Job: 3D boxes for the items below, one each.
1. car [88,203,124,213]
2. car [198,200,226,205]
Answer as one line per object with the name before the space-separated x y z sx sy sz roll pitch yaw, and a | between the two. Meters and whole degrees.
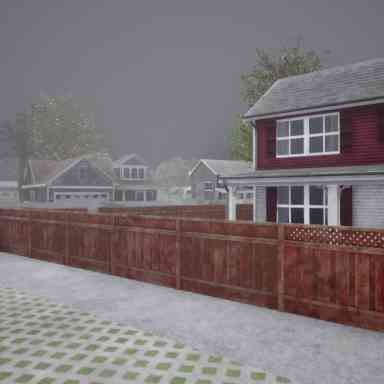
car | -6.859 1.614 25.626 4.892 1.490 1.837 1 -1 -36
car | 1.558 1.512 31.605 4.553 1.767 2.097 1 -1 -34
